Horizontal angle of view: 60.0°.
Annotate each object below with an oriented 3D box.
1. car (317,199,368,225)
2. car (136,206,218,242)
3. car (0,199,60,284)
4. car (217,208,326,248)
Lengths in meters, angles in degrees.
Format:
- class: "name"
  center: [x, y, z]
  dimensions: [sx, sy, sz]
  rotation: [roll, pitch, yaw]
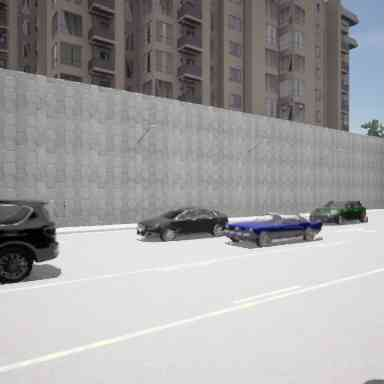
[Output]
- class: "car"
  center: [10.572, 1.352, 23.936]
  dimensions: [4.553, 1.767, 2.097]
  rotation: [0, 0, -34]
- class: "car"
  center: [-0.353, 1.505, 16.466]
  dimensions: [4.892, 1.490, 1.837]
  rotation: [0, 0, -34]
- class: "car"
  center: [-6.225, 1.222, 8.141]
  dimensions: [5.566, 2.045, 2.150]
  rotation: [0, 0, -34]
- class: "car"
  center: [3.683, 1.601, 14.984]
  dimensions: [4.718, 1.301, 1.895]
  rotation: [0, 0, -34]
